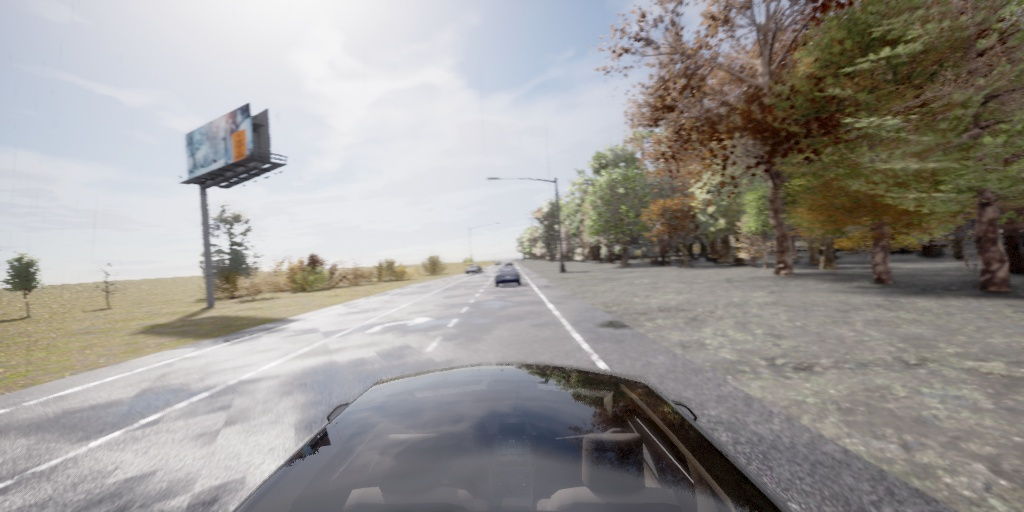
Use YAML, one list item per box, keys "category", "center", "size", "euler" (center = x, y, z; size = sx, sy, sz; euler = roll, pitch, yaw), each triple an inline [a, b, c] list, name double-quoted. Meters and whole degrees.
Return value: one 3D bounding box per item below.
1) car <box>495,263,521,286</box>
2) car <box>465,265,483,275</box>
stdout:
- category: "car"
  center: [-0.329, 1.527, 28.186]
  size: [1.994, 1.385, 4.181]
  euler: [-4, 0, 0]
- category: "car"
  center: [-5.783, 2.110, 55.369]
  size: [2.033, 1.411, 5.357]
  euler: [-4, 0, 7]
